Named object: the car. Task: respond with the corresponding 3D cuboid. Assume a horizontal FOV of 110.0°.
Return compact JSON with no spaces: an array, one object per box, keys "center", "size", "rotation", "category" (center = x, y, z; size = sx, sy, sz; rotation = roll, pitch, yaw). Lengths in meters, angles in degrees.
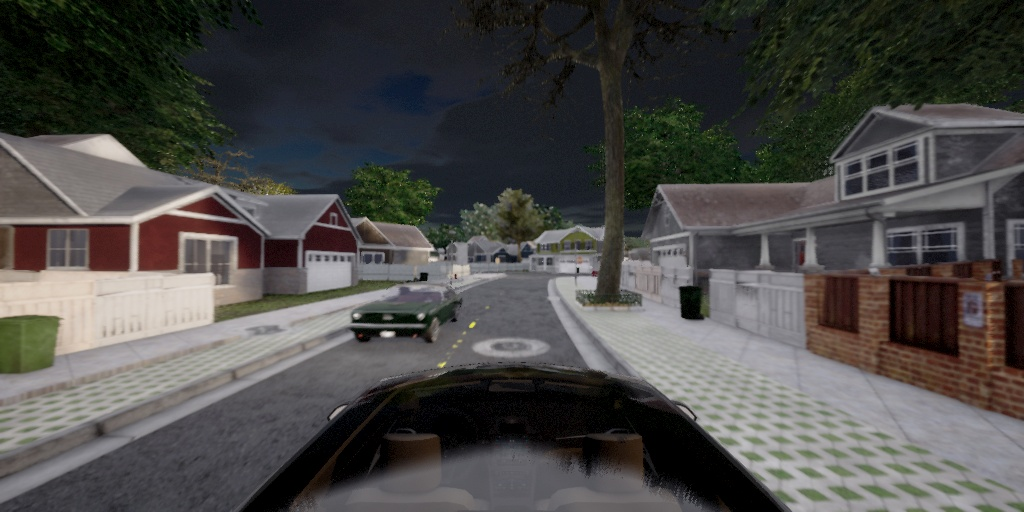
[{"center":[-2.658,1.438,10.076],"size":[1.895,1.301,4.718],"rotation":[0,-1,2],"category":"car"}]
